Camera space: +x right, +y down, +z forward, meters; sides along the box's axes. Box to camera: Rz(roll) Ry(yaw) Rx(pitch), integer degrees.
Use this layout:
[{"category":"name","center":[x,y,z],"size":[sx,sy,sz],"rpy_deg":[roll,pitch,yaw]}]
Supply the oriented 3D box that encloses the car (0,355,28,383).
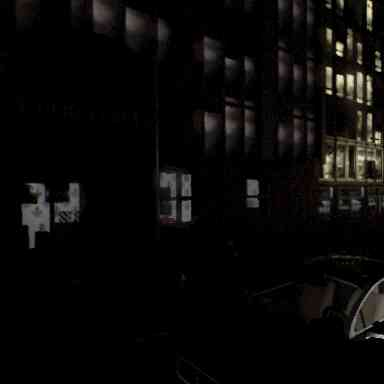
[{"category":"car","center":[-2.830,1.538,0.878],"size":[4.507,1.381,1.887],"rpy_deg":[0,0,-35]}]

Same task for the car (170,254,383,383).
[{"category":"car","center":[1.804,1.546,4.169],"size":[4.403,1.369,2.008],"rpy_deg":[0,0,-35]}]
